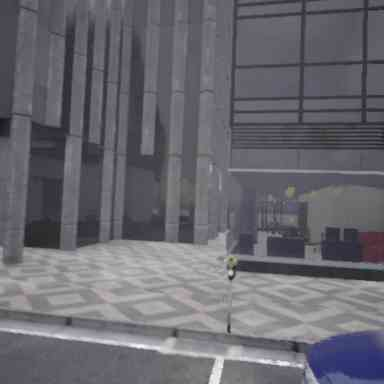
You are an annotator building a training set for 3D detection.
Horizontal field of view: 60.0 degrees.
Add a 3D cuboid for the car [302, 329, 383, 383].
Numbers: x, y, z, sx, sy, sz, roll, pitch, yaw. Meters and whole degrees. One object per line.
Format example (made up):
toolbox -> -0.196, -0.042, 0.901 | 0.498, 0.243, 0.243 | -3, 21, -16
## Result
car -> 3.412, 1.798, 2.870 | 4.674, 1.442, 1.812 | 2, -3, 11
